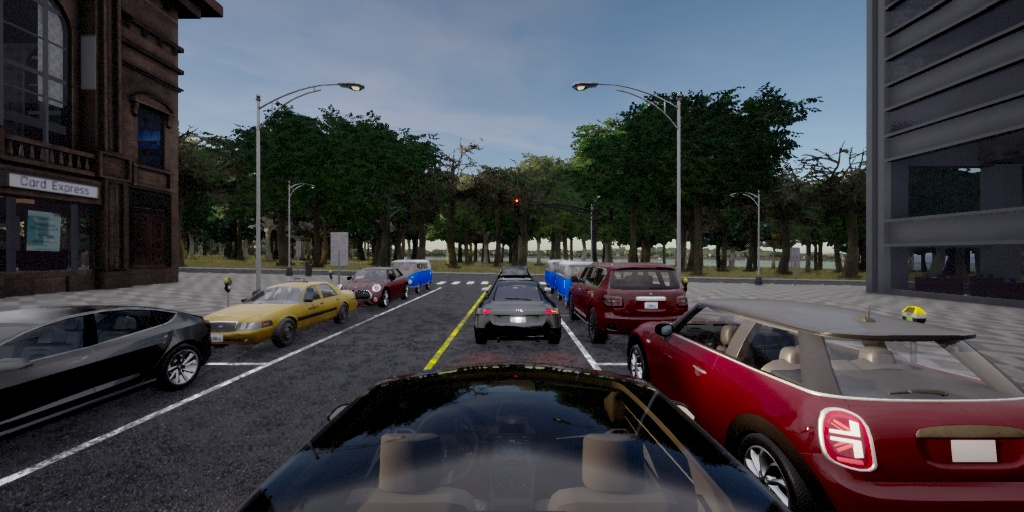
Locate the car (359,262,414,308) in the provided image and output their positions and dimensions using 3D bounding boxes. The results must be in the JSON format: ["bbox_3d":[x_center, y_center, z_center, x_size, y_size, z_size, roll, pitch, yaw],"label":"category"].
[{"bbox_3d":[-5.739,1.191,14.975,1.967,1.591,4.097,0,0,0],"label":"car"}]

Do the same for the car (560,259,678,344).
[{"bbox_3d":[2.776,1.065,9.522,2.192,1.841,5.009,0,0,0],"label":"car"}]

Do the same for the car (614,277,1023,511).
[{"bbox_3d":[2.766,1.190,4.084,1.967,1.591,4.097,0,0,0],"label":"car"}]

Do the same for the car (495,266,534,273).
[{"bbox_3d":[0.131,1.243,18.451,2.128,1.511,4.902,0,0,0],"label":"car"}]

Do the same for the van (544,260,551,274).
[{"bbox_3d":[2.796,1.092,20.397,1.690,1.789,3.998,0,0,0],"label":"van"}]

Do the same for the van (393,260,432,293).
[{"bbox_3d":[-5.729,1.092,20.413,1.690,1.789,3.998,0,0,0],"label":"van"}]

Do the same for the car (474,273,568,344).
[{"bbox_3d":[0.118,1.314,9.570,1.994,1.385,4.181,0,0,0],"label":"car"}]

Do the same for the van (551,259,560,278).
[{"bbox_3d":[2.786,1.092,14.959,1.690,1.789,3.998,0,0,0],"label":"van"}]

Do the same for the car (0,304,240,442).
[{"bbox_3d":[-5.759,1.316,4.100,1.948,1.339,4.313,0,0,0],"label":"car"}]

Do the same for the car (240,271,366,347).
[{"bbox_3d":[-5.750,1.276,9.368,1.751,1.417,4.829,0,0,0],"label":"car"}]
